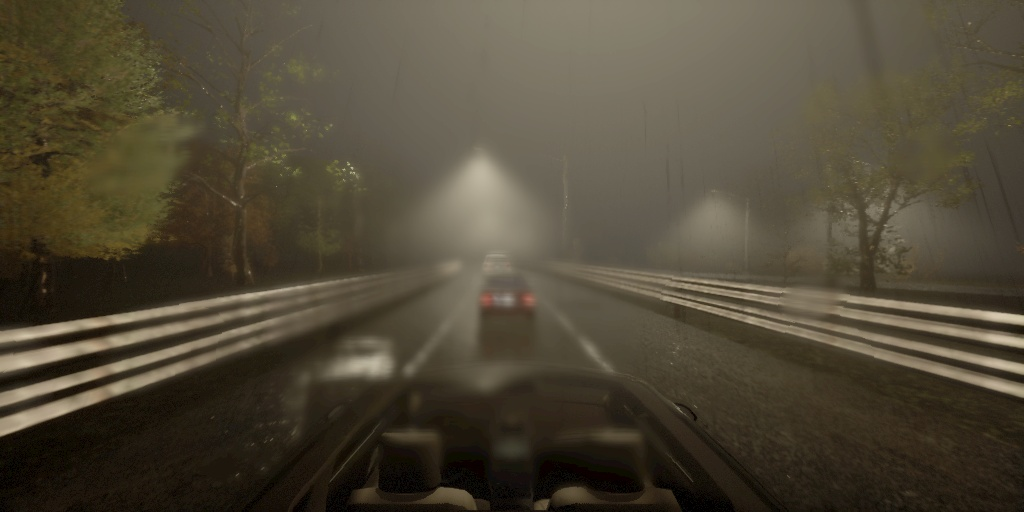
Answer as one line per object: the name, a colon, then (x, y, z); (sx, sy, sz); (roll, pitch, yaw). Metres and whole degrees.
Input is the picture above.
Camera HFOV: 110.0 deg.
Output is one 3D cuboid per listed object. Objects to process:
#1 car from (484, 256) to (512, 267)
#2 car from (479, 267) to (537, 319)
car: (-1.186, 0.991, 30.565); (2.150, 2.045, 5.566); (0, 0, -4)
car: (-0.179, 1.307, 12.776); (2.033, 1.411, 5.357); (0, 0, -1)
